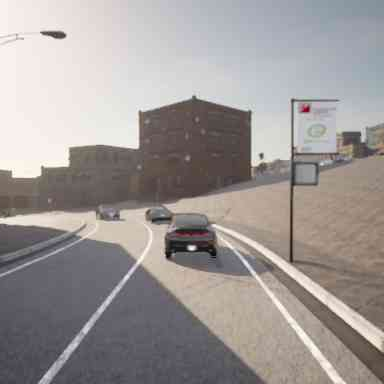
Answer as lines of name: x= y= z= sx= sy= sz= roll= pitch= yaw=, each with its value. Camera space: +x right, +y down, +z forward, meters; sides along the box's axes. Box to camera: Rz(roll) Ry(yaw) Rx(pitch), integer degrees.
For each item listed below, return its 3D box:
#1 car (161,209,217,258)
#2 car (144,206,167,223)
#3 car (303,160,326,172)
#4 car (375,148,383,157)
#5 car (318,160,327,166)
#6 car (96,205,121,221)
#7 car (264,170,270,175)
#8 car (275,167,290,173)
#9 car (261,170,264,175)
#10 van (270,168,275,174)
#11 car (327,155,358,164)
car: x=-0.113 y=1.586 z=13.183 sx=1.837 sy=1.490 sz=4.892 roll=0 pitch=-1 yaw=-3
car: x=-2.948 y=1.907 z=28.994 sx=1.994 sy=1.385 sz=4.181 roll=0 pitch=-1 yaw=-16
car: x=21.245 y=-4.529 z=57.957 sx=2.185 sy=1.767 sz=4.553 roll=0 pitch=1 yaw=-1
car: x=21.728 y=-4.106 z=35.855 sx=2.231 sy=1.521 sz=4.892 roll=0 pitch=1 yaw=-1
car: x=21.369 y=-4.288 z=52.285 sx=2.002 sy=1.452 sz=4.674 roll=0 pitch=1 yaw=-1
car: x=-8.420 y=2.017 z=33.231 sx=2.128 sy=1.511 sz=4.902 roll=0 pitch=-2 yaw=-23
car: x=20.643 y=-4.669 z=85.528 sx=2.002 sy=1.452 sz=4.674 roll=0 pitch=0 yaw=-1
car: x=20.883 y=-4.600 z=74.491 sx=2.231 sy=1.521 sz=4.892 roll=0 pitch=1 yaw=-1
car: x=20.522 y=-5.005 z=91.012 sx=2.435 sy=2.045 sz=5.566 roll=0 pitch=0 yaw=-1
van: x=20.765 y=-4.882 z=79.885 sx=1.878 sy=1.987 sz=4.442 roll=0 pitch=1 yaw=-1
car: x=21.489 y=-4.381 z=46.791 sx=2.185 sy=1.767 sz=4.553 roll=0 pitch=1 yaw=-1
